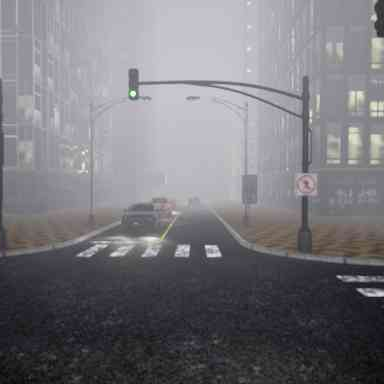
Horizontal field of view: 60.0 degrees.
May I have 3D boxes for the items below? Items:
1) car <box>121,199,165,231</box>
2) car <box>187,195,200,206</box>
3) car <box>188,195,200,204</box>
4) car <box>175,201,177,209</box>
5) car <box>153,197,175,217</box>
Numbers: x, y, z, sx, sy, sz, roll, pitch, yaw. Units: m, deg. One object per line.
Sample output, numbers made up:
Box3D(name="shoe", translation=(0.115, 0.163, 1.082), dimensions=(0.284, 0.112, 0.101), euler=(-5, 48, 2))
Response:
Box3D(name="car", translation=(-2.982, 1.404, 20.241), dimensions=(1.882, 1.535, 5.008), euler=(0, 0, 0))
Box3D(name="car", translation=(0.278, 1.414, 50.024), dimensions=(2.033, 1.411, 5.357), euler=(0, 0, 0))
Box3D(name="car", translation=(0.335, 1.340, 60.441), dimensions=(2.128, 1.511, 4.902), euler=(0, 0, 0))
Box3D(name="car", translation=(-2.869, 1.481, 40.020), dimensions=(1.895, 1.301, 4.718), euler=(0, 0, 0))
Box3D(name="car", translation=(-2.926, 1.255, 30.135), dimensions=(2.097, 1.767, 4.553), euler=(0, 0, 0))
